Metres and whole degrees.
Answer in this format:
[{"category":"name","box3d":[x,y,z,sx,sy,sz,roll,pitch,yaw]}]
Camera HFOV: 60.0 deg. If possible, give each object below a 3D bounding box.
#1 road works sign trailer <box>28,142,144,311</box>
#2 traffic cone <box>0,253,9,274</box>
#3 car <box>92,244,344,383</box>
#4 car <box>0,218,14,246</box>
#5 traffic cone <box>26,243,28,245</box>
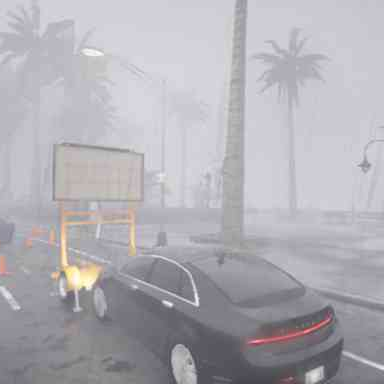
[{"category":"road works sign trailer","box3d":[-2.407,0.638,8.468,2.380,3.560,2.880,2,-2,-40]},{"category":"traffic cone","box3d":[-5.692,2.130,9.980,0.340,0.580,0.340,2,-2,-37]},{"category":"car","box3d":[-0.117,1.612,5.357,1.837,1.490,4.892,0,-1,-34]},{"category":"car","box3d":[-8.619,1.592,13.329,1.882,1.535,5.008,5,3,-15]},{"category":"traffic cone","box3d":[-7.759,2.244,15.956,0.340,0.580,0.340,2,-2,-37]}]
